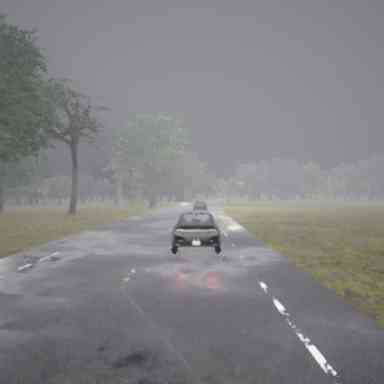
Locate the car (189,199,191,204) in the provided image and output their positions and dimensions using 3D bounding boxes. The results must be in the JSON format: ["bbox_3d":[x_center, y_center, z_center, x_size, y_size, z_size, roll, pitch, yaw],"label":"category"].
[{"bbox_3d":[0.379,2.248,85.785,1.812,1.442,4.674,0,-1,5],"label":"car"}]

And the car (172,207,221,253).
[{"bbox_3d":[0.187,1.606,14.209,2.128,1.511,4.902,0,0,1],"label":"car"}]

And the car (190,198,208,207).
[{"bbox_3d":[1.288,1.894,48.598,2.128,1.511,4.902,0,0,3],"label":"car"}]
